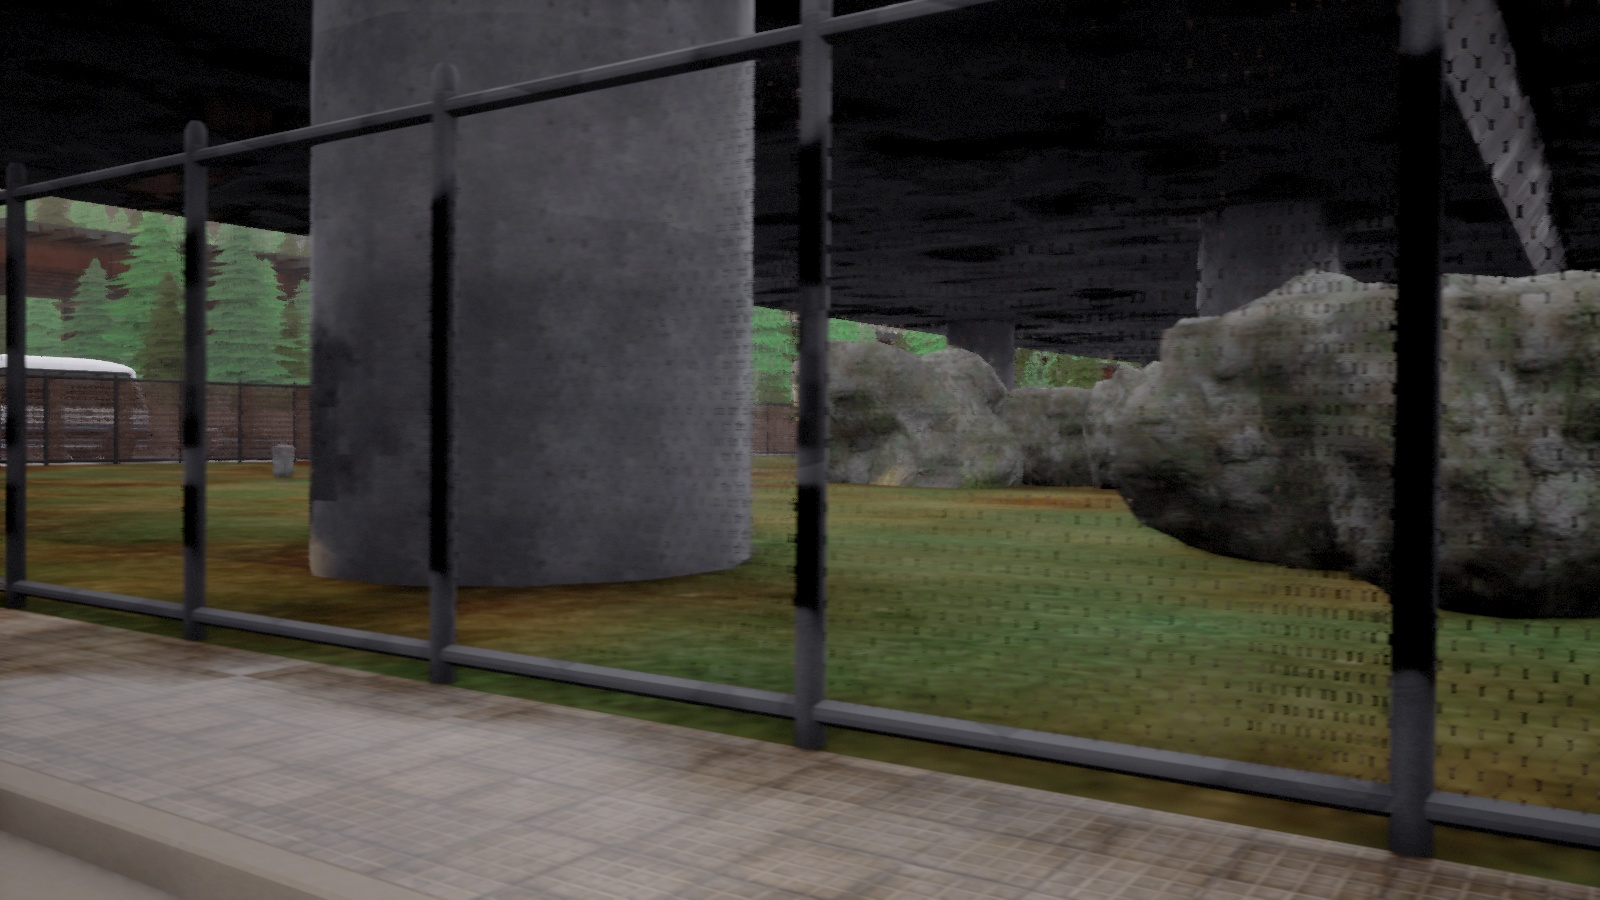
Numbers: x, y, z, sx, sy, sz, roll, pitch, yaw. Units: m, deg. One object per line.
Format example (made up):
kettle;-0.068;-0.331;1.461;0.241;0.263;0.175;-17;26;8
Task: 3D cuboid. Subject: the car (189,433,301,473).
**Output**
car;-23.691;0.112;53.698;1.851;1.617;3.988;0;1;34

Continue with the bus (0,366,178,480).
bus;-30.687;-1.044;49.622;3.944;4.253;10.273;0;1;34
